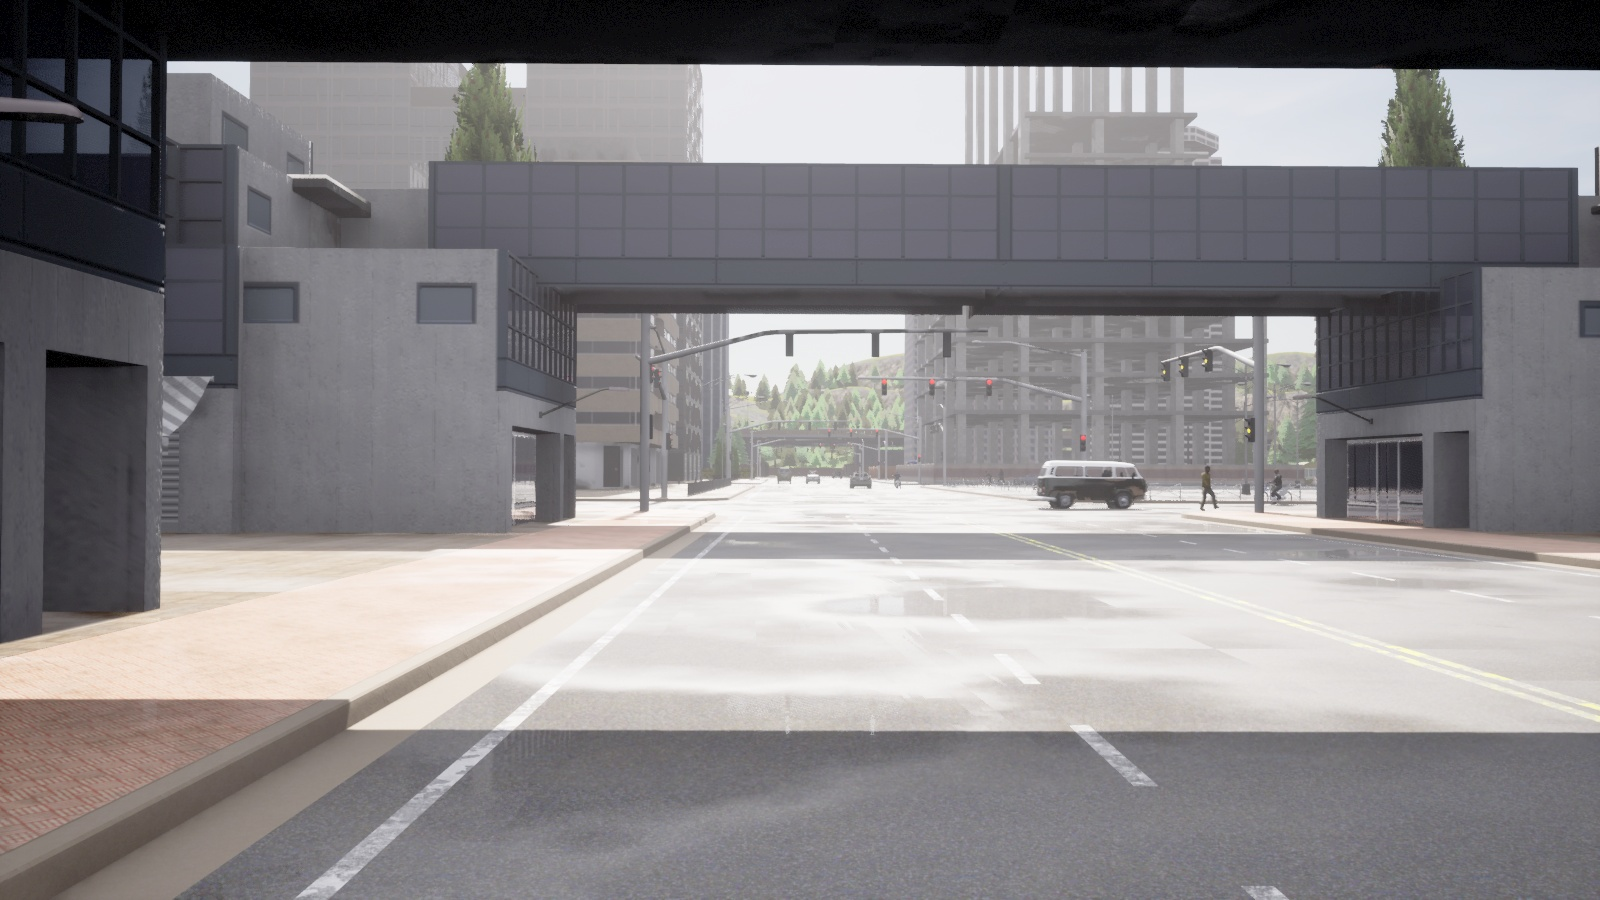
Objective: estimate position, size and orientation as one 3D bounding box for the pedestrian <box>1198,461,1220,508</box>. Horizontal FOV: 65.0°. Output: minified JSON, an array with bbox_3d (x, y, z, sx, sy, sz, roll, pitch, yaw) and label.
[{"bbox_3d":[16.127,1.359,49.552,0.431,1.840,0.709,0,-1,-29],"label":"pedestrian"}]

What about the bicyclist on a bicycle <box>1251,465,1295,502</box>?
[{"bbox_3d":[22.648,1.602,60.157,1.843,1.776,0.659,0,-1,0],"label":"bicyclist on a bicycle"}]

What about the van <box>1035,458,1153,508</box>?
[{"bbox_3d":[12.399,1.378,53.130,4.480,2.038,2.069,0,-1,-1],"label":"van"}]
